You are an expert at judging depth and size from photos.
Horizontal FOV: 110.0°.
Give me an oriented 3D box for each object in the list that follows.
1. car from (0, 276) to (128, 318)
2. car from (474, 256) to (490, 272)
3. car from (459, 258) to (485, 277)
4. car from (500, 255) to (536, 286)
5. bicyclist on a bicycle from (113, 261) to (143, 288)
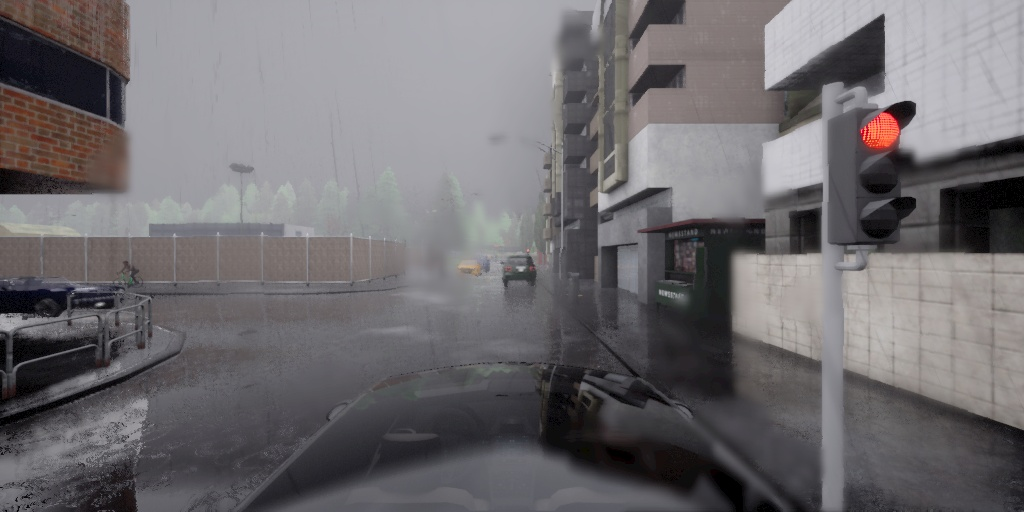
[{"bbox_3d":[-16.377,1.351,12.331,4.718,1.301,1.895,0,0,0],"label":"car"},{"bbox_3d":[-4.079,0.971,46.527,2.150,2.045,5.566,0,0,0],"label":"car"},{"bbox_3d":[-4.110,1.228,35.826,1.882,1.535,5.008,0,0,0],"label":"car"},{"bbox_3d":[0.404,0.971,25.313,2.150,2.045,5.566,0,0,-3],"label":"car"},{"bbox_3d":[-22.180,1.099,20.731,0.582,1.620,1.656,0,0,0],"label":"bicyclist on a bicycle"}]
